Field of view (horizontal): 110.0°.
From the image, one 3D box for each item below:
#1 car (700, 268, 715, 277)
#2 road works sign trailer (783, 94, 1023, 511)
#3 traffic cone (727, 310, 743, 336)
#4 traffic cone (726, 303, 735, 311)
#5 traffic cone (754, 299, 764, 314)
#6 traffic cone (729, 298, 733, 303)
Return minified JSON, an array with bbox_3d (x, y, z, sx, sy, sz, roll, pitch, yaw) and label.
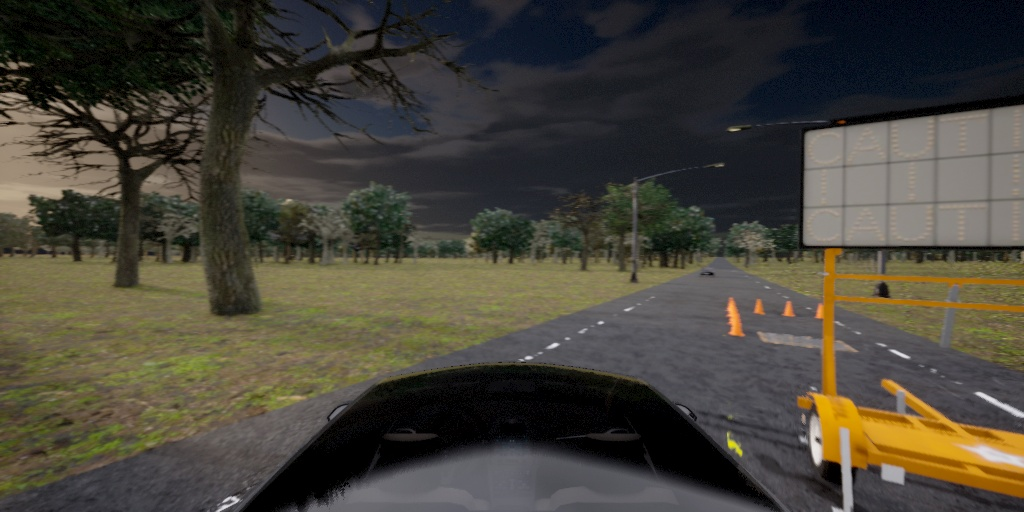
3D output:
[{"bbox_3d":[28.605,2.398,52.456,1.895,1.301,4.718,1,0,30],"label":"car"},{"bbox_3d":[4.210,0.345,3.502,2.380,3.560,2.880,0,0,30],"label":"road works sign trailer"},{"bbox_3d":[6.438,1.957,10.301,0.340,0.580,0.340,0,0,30],"label":"traffic cone"},{"bbox_3d":[7.442,1.997,12.031,0.340,0.580,0.340,0,0,30],"label":"traffic cone"},{"bbox_3d":[10.315,2.094,14.987,0.340,0.580,0.340,0,0,30],"label":"traffic cone"},{"bbox_3d":[8.446,2.037,13.760,0.340,0.580,0.340,0,0,30],"label":"traffic cone"}]
